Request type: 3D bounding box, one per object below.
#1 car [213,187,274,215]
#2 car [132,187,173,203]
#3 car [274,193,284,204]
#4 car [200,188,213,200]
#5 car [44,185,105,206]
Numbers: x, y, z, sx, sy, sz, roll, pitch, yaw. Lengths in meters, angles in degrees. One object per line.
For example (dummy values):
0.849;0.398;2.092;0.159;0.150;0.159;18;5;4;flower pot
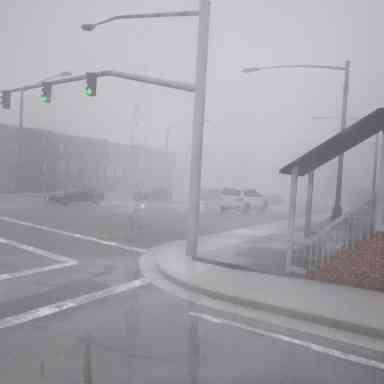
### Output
4.300;0.675;27.250;2.150;2.045;5.566;5;3;36;car
-3.948;0.241;34.089;1.837;1.490;4.892;5;3;36;car
9.685;0.785;40.741;1.994;1.385;4.181;5;3;36;car
1.990;0.244;42.303;1.837;1.490;4.892;5;3;36;car
-9.292;0.225;26.675;2.128;1.511;4.902;5;3;36;car
